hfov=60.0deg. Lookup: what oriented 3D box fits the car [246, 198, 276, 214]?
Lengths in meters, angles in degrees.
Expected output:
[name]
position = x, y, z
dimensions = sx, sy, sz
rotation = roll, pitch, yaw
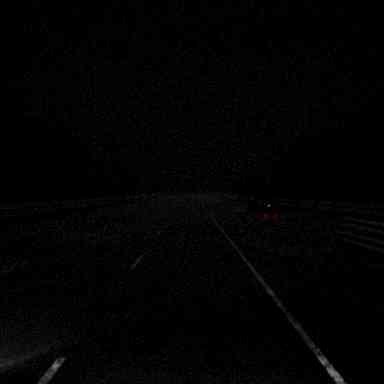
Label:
[car]
position = 7.346, 1.401, 35.483
dimensions = 2.033, 1.649, 4.856
rotation = 0, 0, -9
